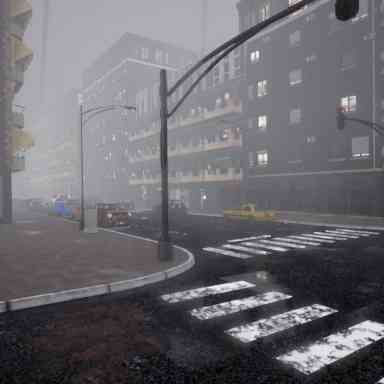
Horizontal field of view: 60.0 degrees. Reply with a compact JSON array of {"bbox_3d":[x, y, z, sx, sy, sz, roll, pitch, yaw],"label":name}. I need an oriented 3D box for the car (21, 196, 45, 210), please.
[{"bbox_3d":[-21.999,1.628,46.417,1.967,1.590,4.097,-1,1,-36],"label":"car"}]

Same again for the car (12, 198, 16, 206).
[{"bbox_3d":[-31.672,1.782,59.911,1.887,1.381,4.507,-1,1,-36],"label":"car"}]

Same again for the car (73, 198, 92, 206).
[{"bbox_3d":[-18.412,1.644,55.798,1.947,1.339,4.313,-1,1,-36],"label":"car"}]

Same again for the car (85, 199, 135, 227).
[{"bbox_3d":[-5.875,1.553,23.930,1.967,1.590,4.097,-1,1,-36],"label":"car"}]

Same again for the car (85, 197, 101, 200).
[{"bbox_3d":[-15.189,1.502,51.299,1.967,1.590,4.097,-1,1,-36],"label":"car"}]

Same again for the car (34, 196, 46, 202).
[{"bbox_3d":[-37.761,1.728,82.784,1.887,1.381,4.507,-1,1,-36],"label":"car"}]

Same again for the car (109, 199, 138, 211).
[{"bbox_3d":[-8.737,1.581,42.305,2.008,1.369,4.403,-1,1,-36],"label":"car"}]

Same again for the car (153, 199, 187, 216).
[{"bbox_3d":[-2.289,1.441,33.309,1.967,1.590,4.097,-1,1,-36],"label":"car"}]

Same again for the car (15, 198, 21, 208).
[{"bbox_3d":[-25.222,1.770,50.915,1.947,1.339,4.313,-1,1,-36],"label":"car"}]

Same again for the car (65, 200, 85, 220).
[{"bbox_3d":[-8.999,1.652,28.289,1.752,1.417,4.829,-1,1,-36],"label":"car"}]

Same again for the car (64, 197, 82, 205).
[{"bbox_3d":[-21.637,1.645,60.296,2.008,1.369,4.403,-1,1,-36],"label":"car"}]

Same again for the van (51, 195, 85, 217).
[{"bbox_3d":[-12.326,1.483,32.923,1.690,1.788,3.998,-1,1,-36],"label":"van"}]

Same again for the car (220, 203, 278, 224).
[{"bbox_3d":[4.062,1.498,24.453,1.752,1.417,4.829,-1,1,-36],"label":"car"}]
